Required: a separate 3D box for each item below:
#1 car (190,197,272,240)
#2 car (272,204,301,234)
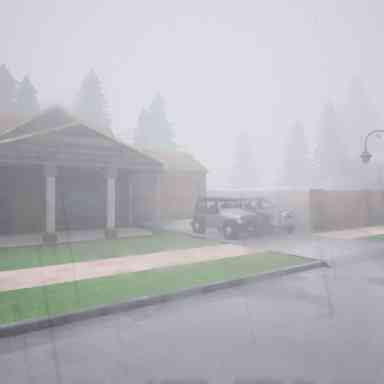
[{"bbox_3d":[1.575,1.176,15.957,1.905,1.878,3.866,0,0,-36],"label":"car"},{"bbox_3d":[3.394,1.174,17.735,1.932,1.855,4.605,0,0,-36],"label":"car"}]
